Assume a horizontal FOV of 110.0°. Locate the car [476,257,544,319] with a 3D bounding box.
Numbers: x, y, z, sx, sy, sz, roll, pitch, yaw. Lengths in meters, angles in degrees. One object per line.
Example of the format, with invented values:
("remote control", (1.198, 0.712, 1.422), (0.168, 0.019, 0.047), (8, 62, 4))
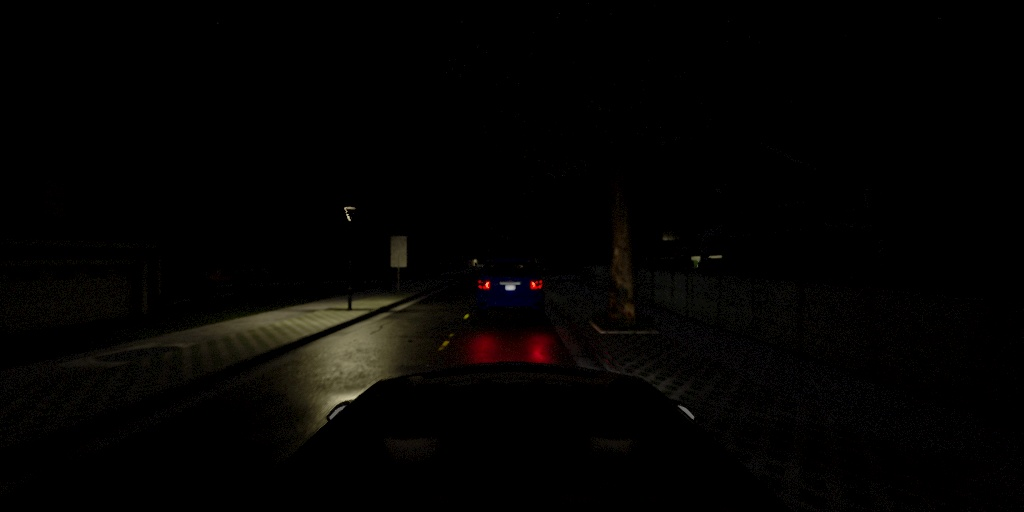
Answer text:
("car", (-0.071, 1.052, 13.269), (2.150, 2.045, 5.566), (0, 0, 0))
